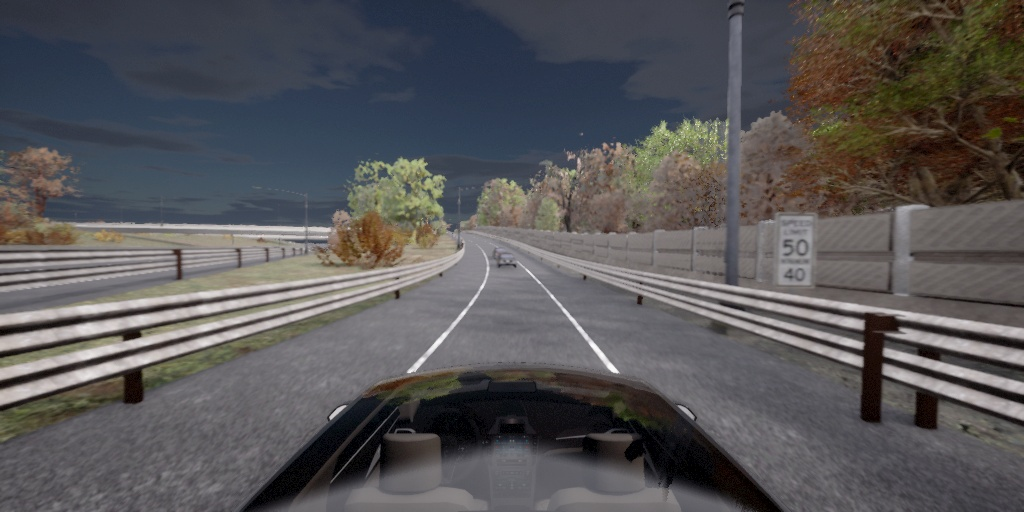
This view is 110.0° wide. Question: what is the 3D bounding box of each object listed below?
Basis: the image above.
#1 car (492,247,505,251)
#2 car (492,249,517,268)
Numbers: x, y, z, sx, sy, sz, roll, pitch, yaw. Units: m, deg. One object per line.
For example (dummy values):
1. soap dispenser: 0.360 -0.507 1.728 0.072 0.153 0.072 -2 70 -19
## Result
1. car: -1.593 -0.436 47.171 2.033 1.411 5.357 0 5 -6
2. car: -0.586 0.388 35.429 2.033 1.411 5.357 1 3 -5
